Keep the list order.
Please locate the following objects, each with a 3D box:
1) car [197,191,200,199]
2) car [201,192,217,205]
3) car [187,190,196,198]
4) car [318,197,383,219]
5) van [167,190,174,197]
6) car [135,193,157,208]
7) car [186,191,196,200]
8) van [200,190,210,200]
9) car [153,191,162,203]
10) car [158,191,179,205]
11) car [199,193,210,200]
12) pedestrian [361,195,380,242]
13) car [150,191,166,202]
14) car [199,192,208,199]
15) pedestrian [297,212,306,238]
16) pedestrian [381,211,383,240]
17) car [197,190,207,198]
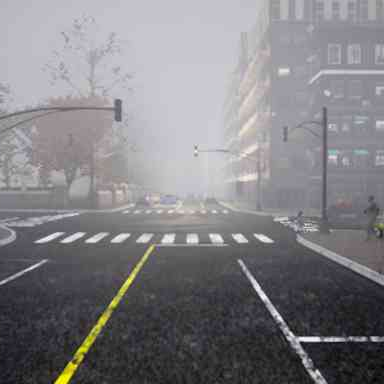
[{"bbox_3d":[2.509,0.801,62.949,1.967,1.590,4.097,0,1,0],"label":"car"},{"bbox_3d":[2.559,1.066,46.060,1.887,1.381,4.507,0,1,0],"label":"car"},{"bbox_3d":[-0.231,0.442,79.523,2.097,1.767,4.553,0,1,0],"label":"car"},{"bbox_3d":[13.385,1.300,28.141,5.009,1.841,2.192,1,-1,-1],"label":"car"},{"bbox_3d":[-5.955,0.450,91.073,1.690,1.788,3.998,0,0,0],"label":"van"},{"bbox_3d":[-5.805,1.143,40.406,1.947,1.339,4.313,0,1,0],"label":"car"},{"bbox_3d":[-0.202,0.845,69.137,2.033,1.411,5.357,0,1,0],"label":"car"},{"bbox_3d":[2.543,0.808,51.689,1.690,1.788,3.998,0,1,0],"label":"van"},{"bbox_3d":[-5.837,0.994,51.496,1.752,1.417,4.829,0,1,0],"label":"car"},{"bbox_3d":[-3.216,1.043,46.495,1.812,1.442,4.674,0,1,0],"label":"car"},{"bbox_3d":[2.492,0.860,68.580,2.008,1.369,4.403,0,1,0],"label":"car"},{"bbox_3d":[6.955,1.012,12.912,0.375,1.860,0.375,0,0,0],"label":"pedestrian"},{"bbox_3d":[-5.855,0.728,57.294,2.192,1.841,5.009,0,1,0],"label":"car"},{"bbox_3d":[2.476,0.802,74.210,1.887,1.381,4.507,0,1,0],"label":"car"},{"bbox_3d":[4.607,0.986,14.105,0.375,1.860,0.375,0,0,0],"label":"pedestrian"},{"bbox_3d":[7.961,1.318,13.517,0.375,1.300,0.375,0,0,0],"label":"pedestrian"},{"bbox_3d":[2.460,0.522,79.838,2.192,1.841,5.009,0,1,0],"label":"car"}]
